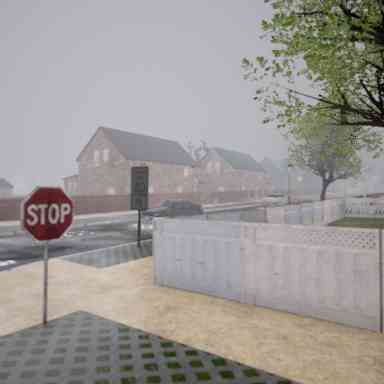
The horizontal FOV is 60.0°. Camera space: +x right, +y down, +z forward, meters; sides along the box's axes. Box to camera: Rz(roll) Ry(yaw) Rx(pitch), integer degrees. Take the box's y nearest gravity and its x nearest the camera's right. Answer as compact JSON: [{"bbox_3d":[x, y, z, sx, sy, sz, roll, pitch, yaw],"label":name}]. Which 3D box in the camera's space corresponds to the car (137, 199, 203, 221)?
[{"bbox_3d":[-1.298,1.212,22.813,2.033,1.411,5.357,2,2,35],"label":"car"}]

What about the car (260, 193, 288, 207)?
[{"bbox_3d":[9.447,0.910,37.989,1.812,1.442,4.674,2,2,35],"label":"car"}]
